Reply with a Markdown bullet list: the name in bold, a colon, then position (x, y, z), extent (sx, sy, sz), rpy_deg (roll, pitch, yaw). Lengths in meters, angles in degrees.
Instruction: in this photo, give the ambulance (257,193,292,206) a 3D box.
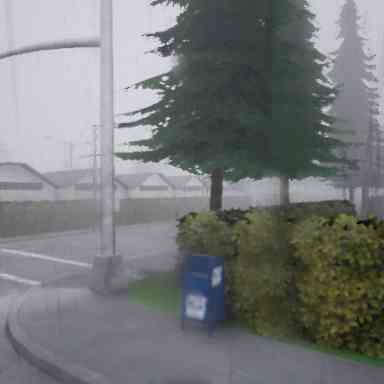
- **ambulance**: position (9.516, 1.368, 38.608), extent (2.351, 2.431, 6.366), rpy_deg (-1, 0, 36)
